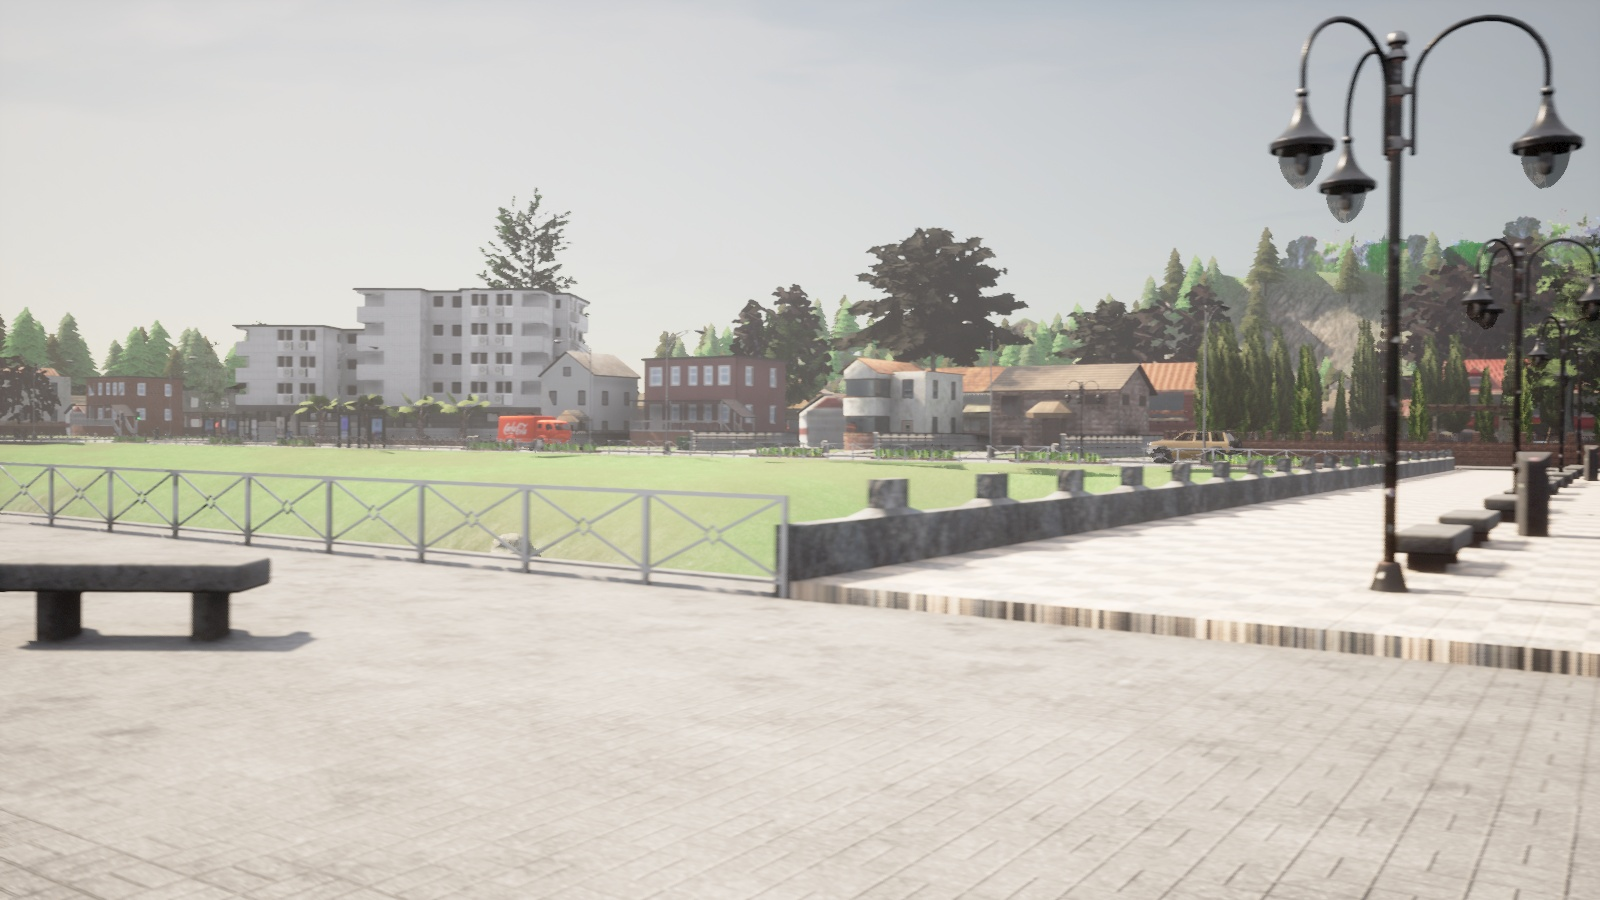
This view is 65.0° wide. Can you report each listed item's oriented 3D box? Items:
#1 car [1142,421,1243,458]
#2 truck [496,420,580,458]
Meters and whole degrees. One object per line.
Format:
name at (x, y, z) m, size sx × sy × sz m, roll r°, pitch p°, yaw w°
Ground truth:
car at (20.239, -0.520, 64.822) m, size 4.605 × 1.855 × 1.932 m, roll 0°, pitch 1°, yaw 34°
truck at (-17.812, -0.758, 85.304) m, size 5.204 × 2.467 × 2.627 m, roll 0°, pitch 1°, yaw 34°
